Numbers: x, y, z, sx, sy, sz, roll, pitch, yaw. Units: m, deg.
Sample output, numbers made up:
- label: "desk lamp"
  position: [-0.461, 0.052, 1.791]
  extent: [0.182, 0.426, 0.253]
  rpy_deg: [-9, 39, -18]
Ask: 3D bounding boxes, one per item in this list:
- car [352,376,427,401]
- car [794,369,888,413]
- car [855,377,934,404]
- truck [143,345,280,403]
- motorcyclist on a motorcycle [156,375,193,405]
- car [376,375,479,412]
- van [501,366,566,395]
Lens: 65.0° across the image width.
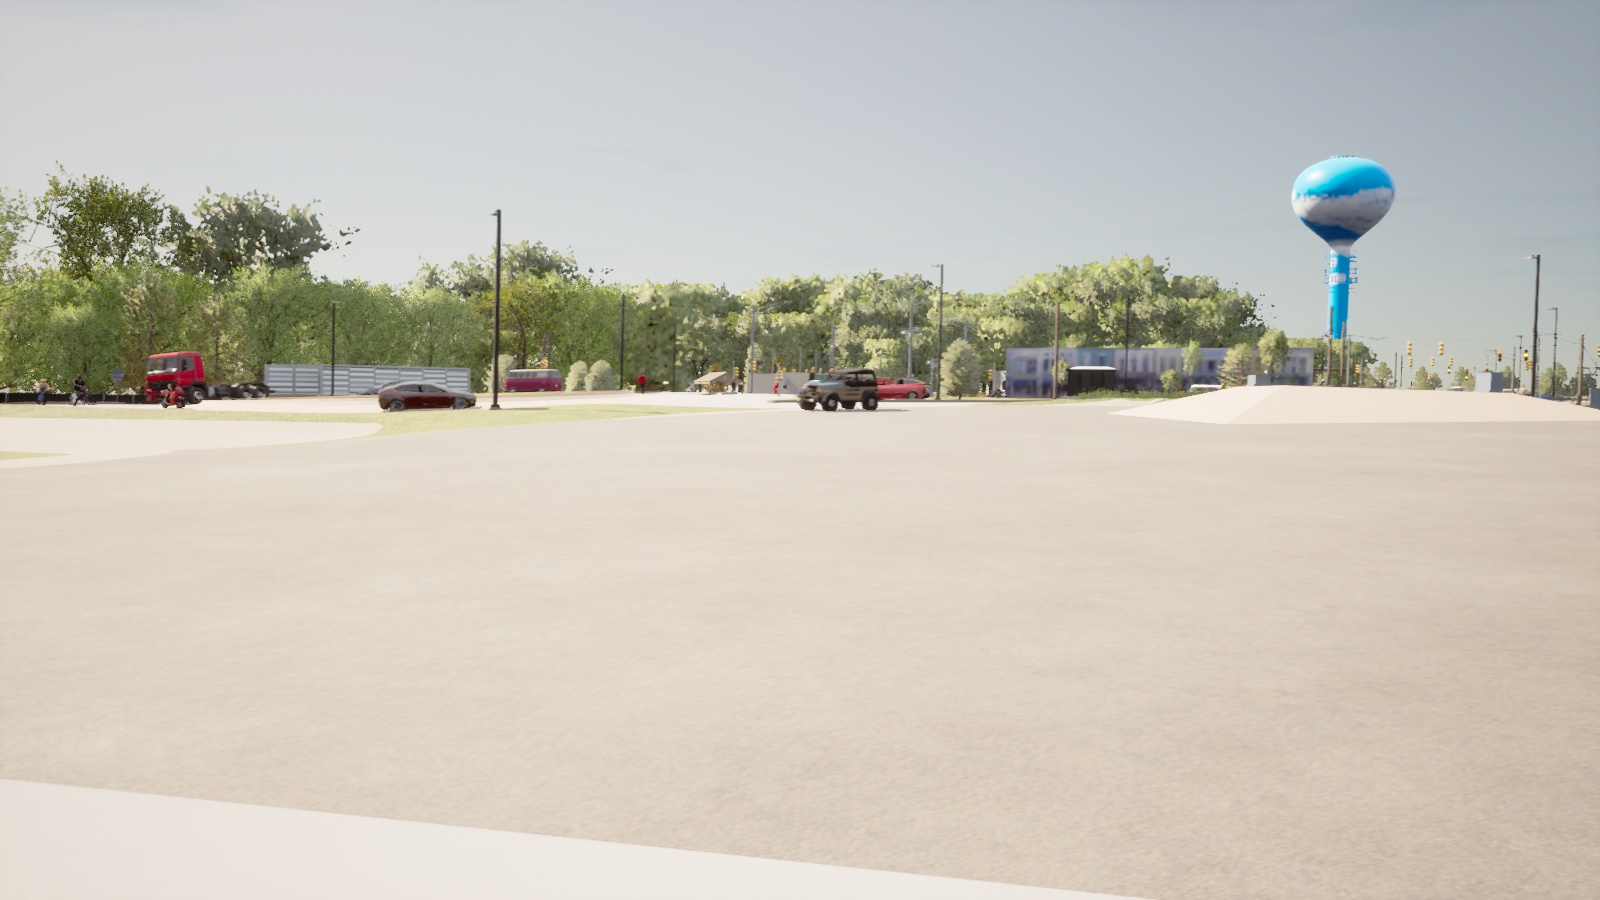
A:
- label: "car"
  position: [-30.608, -4.606, 93.764]
  extent: [4.792, 1.488, 2.163]
  rpy_deg: [-4, 0, -41]
- label: "car"
  position: [1.859, -2.704, 56.631]
  extent: [3.866, 1.878, 1.905]
  rpy_deg: [-3, 5, -37]
- label: "car"
  position: [5.962, -3.774, 79.063]
  extent: [4.514, 1.525, 2.007]
  rpy_deg: [2, 2, 20]
- label: "truck"
  position: [-38.388, -4.978, 82.311]
  extent: [2.891, 3.462, 7.936]
  rpy_deg: [-2, 2, 24]
- label: "motorcyclist on a motorcycle"
  position: [-32.631, -3.122, 65.473]
  extent: [2.044, 1.523, 0.797]
  rpy_deg: [3, 4, 34]
- label: "car"
  position: [-18.732, -2.869, 63.395]
  extent: [4.792, 1.488, 2.163]
  rpy_deg: [-2, 9, -13]
- label: "van"
  position: [-19.847, -5.140, 93.523]
  extent: [4.442, 1.987, 1.775]
  rpy_deg: [0, 1, 22]
